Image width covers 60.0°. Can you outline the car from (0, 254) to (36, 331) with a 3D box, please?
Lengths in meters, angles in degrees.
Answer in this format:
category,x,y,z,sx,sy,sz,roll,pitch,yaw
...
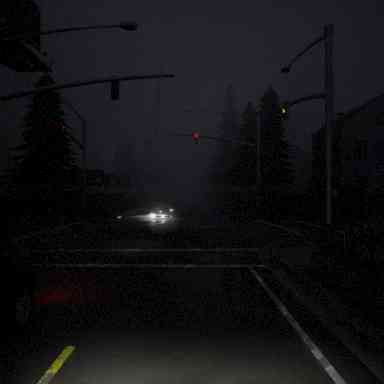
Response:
category,x,y,z,sx,sy,sz,roll,pitch,yaw
car,-3.648,1.526,4.135,1.812,1.442,4.674,0,0,-1

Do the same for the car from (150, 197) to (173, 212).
category,x,y,z,sx,sy,sz,roll,pitch,yaw
car,-3.627,1.491,38.102,2.128,1.511,4.902,0,0,0
